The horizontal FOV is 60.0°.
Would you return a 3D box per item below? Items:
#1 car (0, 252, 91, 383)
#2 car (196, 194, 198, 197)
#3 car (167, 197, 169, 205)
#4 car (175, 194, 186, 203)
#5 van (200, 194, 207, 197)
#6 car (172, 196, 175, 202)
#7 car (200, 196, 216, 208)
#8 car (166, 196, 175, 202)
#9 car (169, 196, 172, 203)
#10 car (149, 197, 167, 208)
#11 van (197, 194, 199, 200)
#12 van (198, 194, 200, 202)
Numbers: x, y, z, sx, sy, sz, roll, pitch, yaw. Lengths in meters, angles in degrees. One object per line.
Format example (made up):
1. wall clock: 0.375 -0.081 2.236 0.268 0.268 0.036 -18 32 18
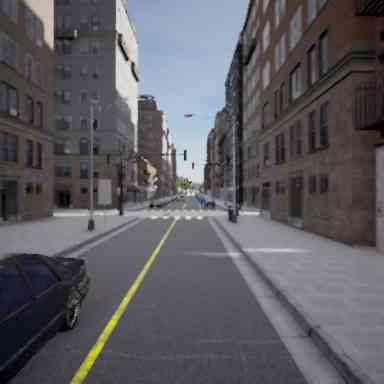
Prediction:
1. car: -2.850 1.563 4.175 2.033 1.411 5.357 0 0 0
2. car: 2.639 1.811 90.501 1.752 1.417 4.829 0 0 0
3. car: -5.387 1.769 56.237 1.802 1.307 4.206 0 0 0
4. car: -2.748 1.807 79.565 1.994 1.385 4.181 0 0 0
5. van: 2.638 1.528 56.238 1.690 1.788 3.998 0 0 0
6. car: -5.386 1.788 73.284 2.008 1.369 4.403 0 0 0
7. car: 2.638 1.721 50.555 2.008 1.369 4.403 0 0 0
8. car: -5.386 1.835 84.648 1.947 1.339 4.313 0 0 0
9. car: -5.386 1.770 61.920 1.947 1.339 4.313 0 0 0
10. car: -5.387 1.735 50.555 1.947 1.339 4.313 0 0 0
11. van: 2.639 1.578 73.285 1.690 1.788 3.998 0 0 0
12. van: 2.639 1.562 67.602 1.690 1.788 3.998 0 0 0
